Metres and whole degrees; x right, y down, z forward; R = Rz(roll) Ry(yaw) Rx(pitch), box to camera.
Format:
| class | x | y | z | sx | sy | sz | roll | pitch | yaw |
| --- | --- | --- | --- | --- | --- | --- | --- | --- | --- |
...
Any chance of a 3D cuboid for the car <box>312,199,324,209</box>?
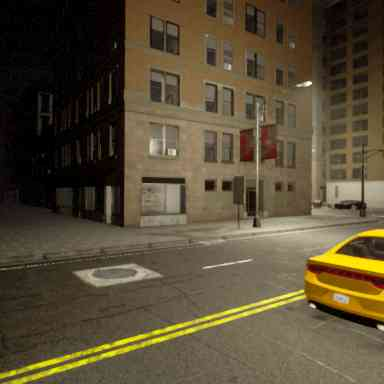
| class | x | y | z | sx | sy | sz | roll | pitch | yaw |
| --- | --- | --- | --- | --- | --- | --- | --- | --- | --- |
| car | 15.578 | 1.570 | 44.937 | 2.008 | 1.369 | 4.403 | 0 | 0 | -35 |

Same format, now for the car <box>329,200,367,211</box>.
| class | x | y | z | sx | sy | sz | roll | pitch | yaw |
| --- | --- | --- | --- | --- | --- | --- | --- | --- | --- |
| car | 18.854 | 1.585 | 40.319 | 1.947 | 1.339 | 4.313 | 0 | 0 | -35 |

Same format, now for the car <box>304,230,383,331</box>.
| class | x | y | z | sx | sy | sz | roll | pitch | yaw |
| --- | --- | --- | --- | --- | --- | --- | --- | --- | --- |
| car | 4.301 | 1.476 | 6.524 | 5.008 | 1.535 | 1.882 | 0 | 0 | -35 |
